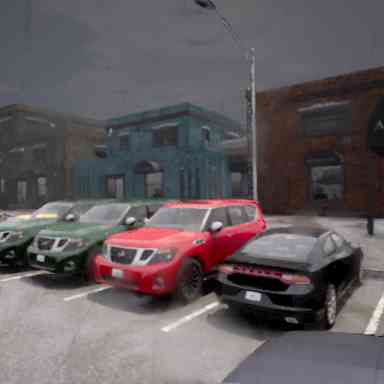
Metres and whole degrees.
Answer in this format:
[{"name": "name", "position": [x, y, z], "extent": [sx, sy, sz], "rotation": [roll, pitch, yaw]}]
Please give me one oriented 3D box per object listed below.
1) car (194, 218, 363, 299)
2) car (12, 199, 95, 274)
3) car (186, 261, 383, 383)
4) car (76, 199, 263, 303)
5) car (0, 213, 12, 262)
[{"name": "car", "position": [2.390, 1.486, 7.242], "extent": [2.097, 1.535, 5.008], "rotation": [-1, 0, 35]}, {"name": "car", "position": [-2.111, 1.276, 10.424], "extent": [2.435, 2.045, 5.566], "rotation": [-1, 0, 35]}, {"name": "car", "position": [2.583, 1.544, 1.533], "extent": [5.357, 1.411, 2.033], "rotation": [0, 0, 36]}, {"name": "car", "position": [0.130, 1.255, 8.826], "extent": [2.435, 2.045, 5.566], "rotation": [0, 0, 35]}, {"name": "car", "position": [-4.356, 1.308, 12.025], "extent": [2.435, 2.045, 5.566], "rotation": [-1, 0, 35]}]
